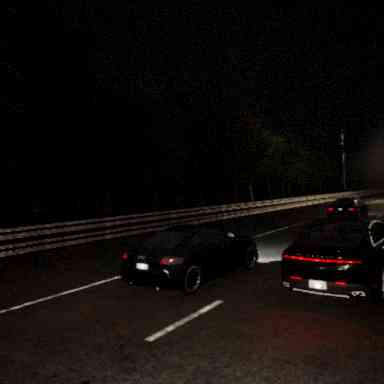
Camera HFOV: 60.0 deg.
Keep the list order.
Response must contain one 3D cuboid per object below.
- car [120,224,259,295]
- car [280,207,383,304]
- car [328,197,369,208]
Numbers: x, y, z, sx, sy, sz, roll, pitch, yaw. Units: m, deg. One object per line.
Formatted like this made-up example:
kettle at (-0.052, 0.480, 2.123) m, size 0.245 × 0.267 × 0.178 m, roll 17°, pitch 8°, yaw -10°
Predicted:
car at (0.114, 1.552, 8.926) m, size 1.994 × 1.385 × 4.181 m, roll -3°, pitch 0°, yaw 37°
car at (3.675, 1.328, 7.839) m, size 1.837 × 1.490 × 4.892 m, roll -3°, pitch 0°, yaw 37°
car at (10.990, 1.083, 23.294) m, size 2.033 × 1.411 × 5.357 m, roll -3°, pitch 0°, yaw 37°
